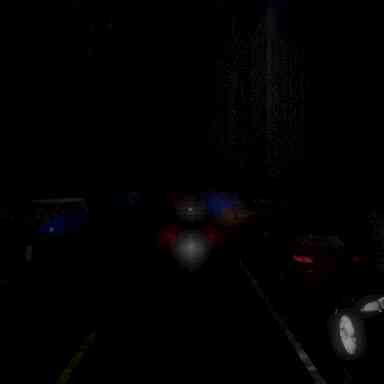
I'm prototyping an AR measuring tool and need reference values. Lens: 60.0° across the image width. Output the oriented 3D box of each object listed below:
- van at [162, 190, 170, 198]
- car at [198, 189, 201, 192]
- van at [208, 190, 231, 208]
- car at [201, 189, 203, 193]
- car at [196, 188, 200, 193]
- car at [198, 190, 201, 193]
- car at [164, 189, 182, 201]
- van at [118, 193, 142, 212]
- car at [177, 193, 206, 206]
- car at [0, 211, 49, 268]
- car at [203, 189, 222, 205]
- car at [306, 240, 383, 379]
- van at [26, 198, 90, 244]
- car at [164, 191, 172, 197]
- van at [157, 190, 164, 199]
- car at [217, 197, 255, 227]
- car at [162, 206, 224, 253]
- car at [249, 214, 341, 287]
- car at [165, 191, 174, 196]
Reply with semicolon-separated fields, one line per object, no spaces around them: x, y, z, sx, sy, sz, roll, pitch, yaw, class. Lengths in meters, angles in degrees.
-5.921;0.342;76.416;1.690;1.788;3.998;0;1;0;van
2.642;0.698;65.156;2.008;1.369;4.403;0;1;0;car
2.750;0.936;31.264;1.690;1.788;3.998;0;1;0;van
2.947;0.581;49.100;2.150;2.045;5.566;0;1;0;car
2.586;0.363;82.099;1.967;1.590;4.097;0;1;0;car
2.660;0.773;59.508;2.008;1.369;4.403;0;1;0;car
-3.247;0.598;57.889;2.097;1.767;4.553;0;1;0;car
-5.775;0.939;31.229;1.690;1.788;3.998;0;1;0;van
-0.045;1.139;28.407;1.837;1.490;4.892;0;1;0;car
-5.701;1.434;8.638;1.887;1.381;4.507;0;1;0;car
2.970;0.681;42.101;2.150;2.045;5.566;0;1;0;car
2.842;1.510;3.026;2.008;1.369;4.403;0;1;0;car
-5.721;1.158;14.284;1.690;1.788;3.998;0;1;0;van
-5.938;0.453;81.896;1.752;1.417;4.829;0;1;0;car
-5.885;0.491;65.119;1.690;1.788;3.998;0;1;0;van
2.786;1.264;20.141;1.752;1.417;4.829;0;1;0;car
0.000;1.435;12.789;1.895;1.301;4.718;0;1;0;car
2.824;1.469;8.675;1.802;1.307;4.206;0;1;0;car
-5.957;0.418;87.716;1.947;1.339;4.313;0;1;0;car
